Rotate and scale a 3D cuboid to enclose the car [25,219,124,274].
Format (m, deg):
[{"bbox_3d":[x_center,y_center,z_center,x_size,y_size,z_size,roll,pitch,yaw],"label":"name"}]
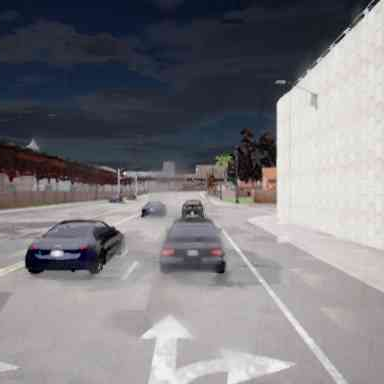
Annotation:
[{"bbox_3d":[-3.453,1.544,10.528,1.994,1.385,4.181,0,0,0],"label":"car"}]

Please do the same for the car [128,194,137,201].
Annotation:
[{"bbox_3d":[-13.972,1.351,77.490,1.837,1.490,4.892,0,0,0],"label":"car"}]

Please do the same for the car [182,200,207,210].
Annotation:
[{"bbox_3d":[0.211,1.449,29.899,1.837,1.490,4.892,-1,0,5],"label":"car"}]

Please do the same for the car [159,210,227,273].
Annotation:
[{"bbox_3d":[0.040,1.527,10.576,2.033,1.411,5.357,0,0,1],"label":"car"}]

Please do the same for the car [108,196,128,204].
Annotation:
[{"bbox_3d":[-13.999,1.432,61.760,2.033,1.411,5.357,0,0,1],"label":"car"}]

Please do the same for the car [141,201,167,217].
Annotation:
[{"bbox_3d":[-3.416,1.506,30.560,1.994,1.385,4.181,0,0,0],"label":"car"}]
